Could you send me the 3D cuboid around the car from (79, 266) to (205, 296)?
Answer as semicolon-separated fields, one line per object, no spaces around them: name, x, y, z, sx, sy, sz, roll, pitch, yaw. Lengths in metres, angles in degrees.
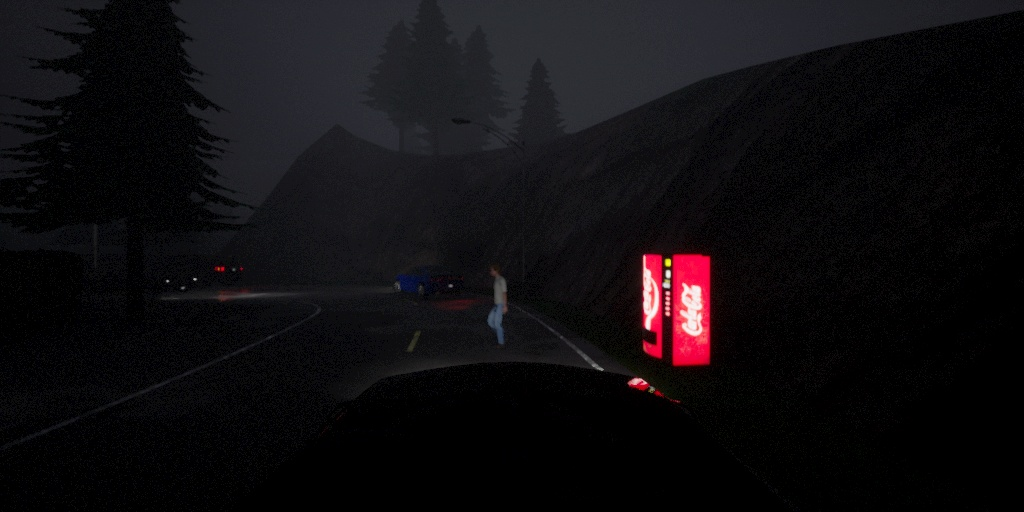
car;-18.961;1.316;18.346;4.718;1.301;1.895;0;0;2

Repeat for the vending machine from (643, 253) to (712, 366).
vending machine;3.204;0.934;7.052;1.100;2.100;0.880;0;0;-7

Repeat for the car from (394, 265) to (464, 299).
car;-4.282;1.194;18.083;1.882;1.535;5.008;0;0;-38

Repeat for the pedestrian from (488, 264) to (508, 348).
pedestrian;-0.278;1.032;7.712;0.375;1.860;0.375;0;0;-8

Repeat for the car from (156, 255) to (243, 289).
car;-19.726;0.929;22.059;5.566;2.045;2.150;0;0;2
